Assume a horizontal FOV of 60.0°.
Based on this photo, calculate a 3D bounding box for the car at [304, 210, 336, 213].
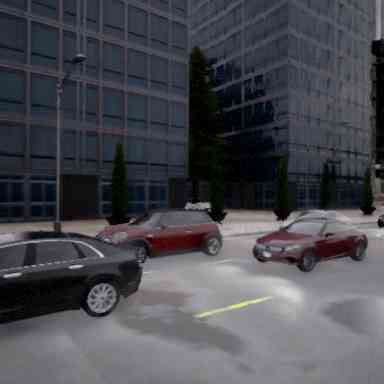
[{"bbox_3d":[6.527,1.654,17.193,4.674,1.442,1.812,1,0,-35],"label":"car"}]

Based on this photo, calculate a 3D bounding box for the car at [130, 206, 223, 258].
[{"bbox_3d":[-1.115,1.402,11.782,4.553,1.767,2.097,1,0,-35],"label":"car"}]

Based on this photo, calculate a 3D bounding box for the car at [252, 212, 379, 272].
[{"bbox_3d":[4.122,1.608,11.204,4.674,1.442,1.812,1,0,-35],"label":"car"}]

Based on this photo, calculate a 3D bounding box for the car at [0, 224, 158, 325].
[{"bbox_3d":[-3.268,1.512,5.947,4.892,1.490,1.837,1,0,-35],"label":"car"}]

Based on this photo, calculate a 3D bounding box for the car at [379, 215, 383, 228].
[{"bbox_3d":[14.543,1.774,22.836,4.181,1.385,1.994,1,0,-35],"label":"car"}]
